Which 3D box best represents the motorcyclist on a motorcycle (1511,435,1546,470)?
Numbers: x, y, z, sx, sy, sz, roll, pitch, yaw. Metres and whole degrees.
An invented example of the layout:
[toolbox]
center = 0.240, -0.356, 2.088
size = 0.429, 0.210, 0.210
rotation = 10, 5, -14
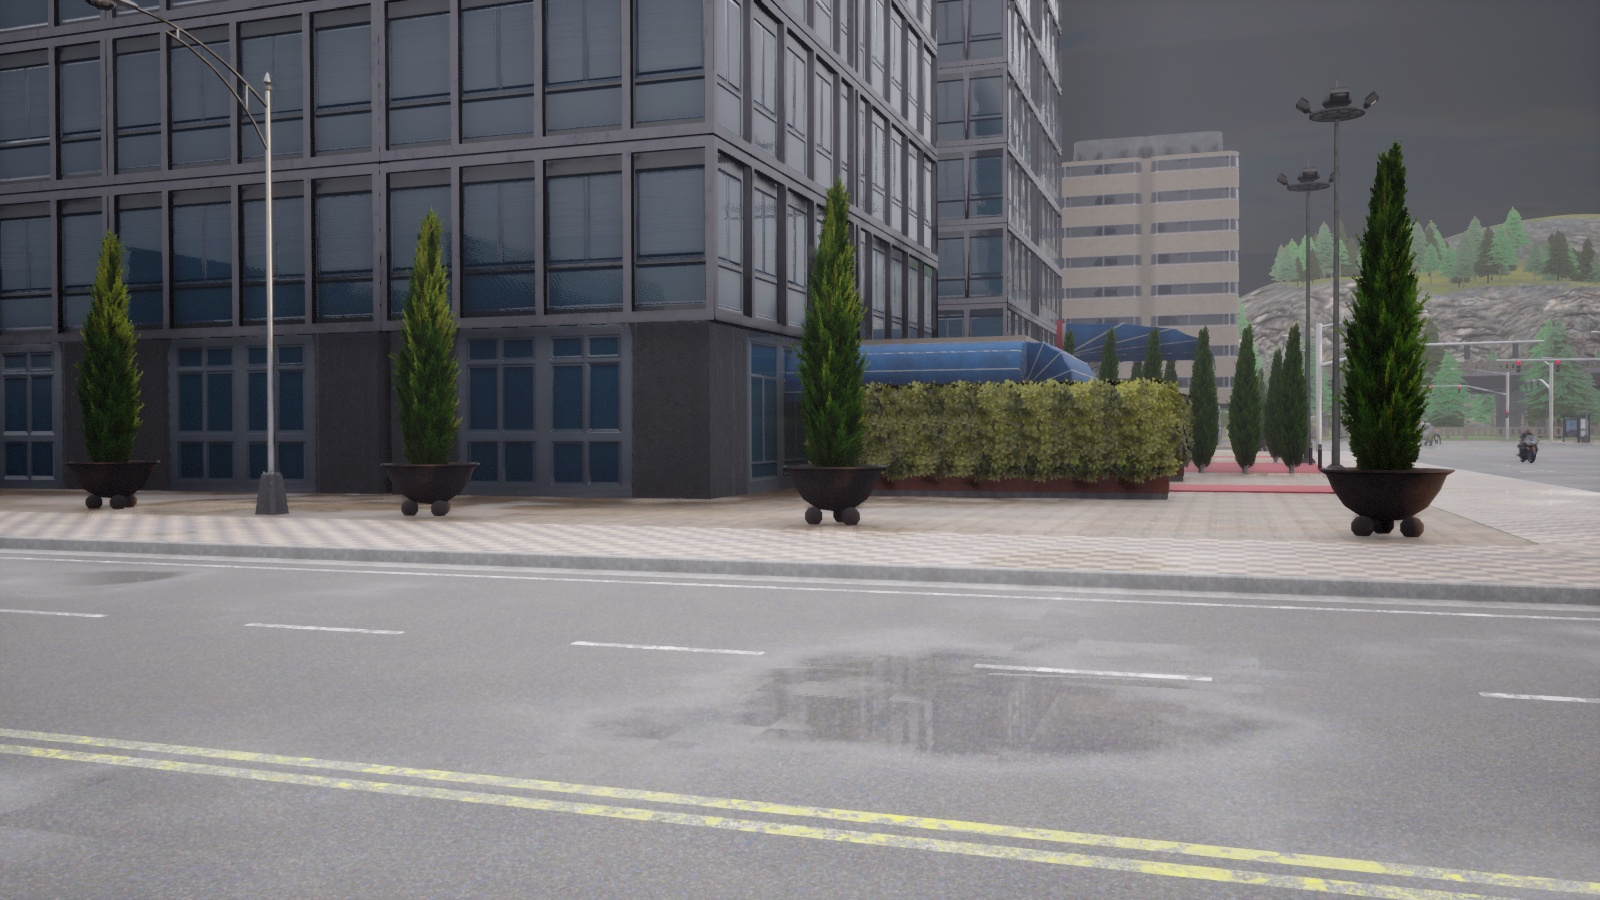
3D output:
[motorcyclist on a motorcycle]
center = 32.038, 0.097, 55.271
size = 0.866, 1.530, 2.191
rotation = 1, 1, 18
